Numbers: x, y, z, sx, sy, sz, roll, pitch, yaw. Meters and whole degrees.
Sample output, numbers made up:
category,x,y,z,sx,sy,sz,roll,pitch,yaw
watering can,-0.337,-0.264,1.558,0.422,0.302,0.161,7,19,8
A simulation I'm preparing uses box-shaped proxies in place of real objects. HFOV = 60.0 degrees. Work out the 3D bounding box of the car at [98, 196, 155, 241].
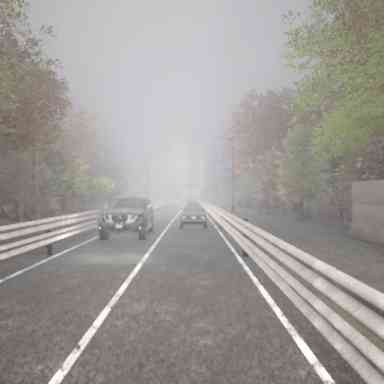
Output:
category,x,y,z,sx,sy,sz,roll,pitch,yaw
car,-3.253,1.210,17.588,2.150,2.045,5.566,0,0,0

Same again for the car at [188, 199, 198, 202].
category,x,y,z,sx,sy,sz,roll,pitch,yaw
car,0.092,1.877,49.468,2.097,1.767,4.553,0,-1,0

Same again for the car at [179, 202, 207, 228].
category,x,y,z,sx,sy,sz,roll,pitch,yaw
car,0.096,1.674,23.108,2.033,1.411,5.357,0,-1,0
